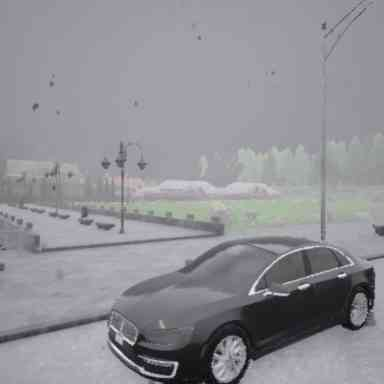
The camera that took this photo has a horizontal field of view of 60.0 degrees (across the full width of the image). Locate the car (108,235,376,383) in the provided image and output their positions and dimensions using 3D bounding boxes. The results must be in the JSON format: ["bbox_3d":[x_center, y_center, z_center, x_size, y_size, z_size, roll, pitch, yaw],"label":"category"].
[{"bbox_3d":[1.108,1.532,5.398,4.892,1.490,1.837,0,0,-36],"label":"car"}]
